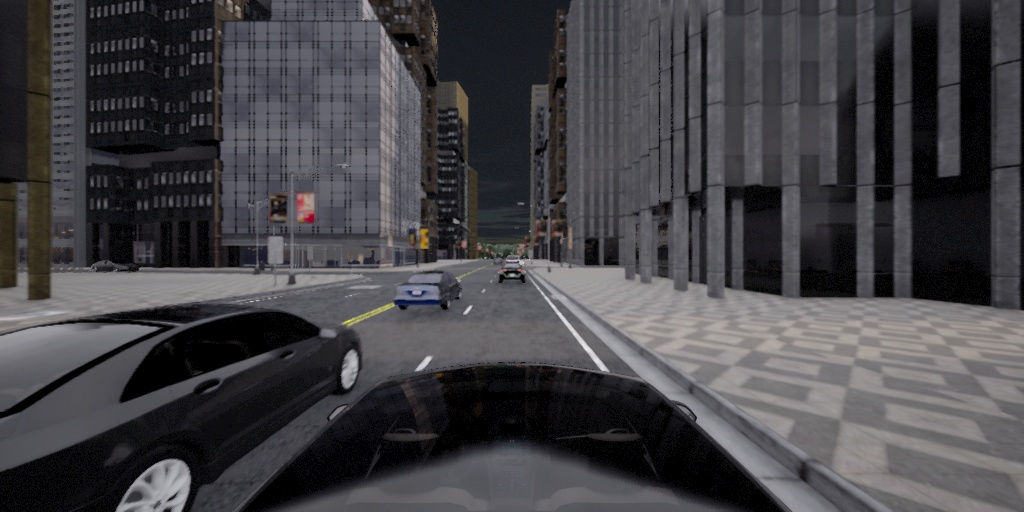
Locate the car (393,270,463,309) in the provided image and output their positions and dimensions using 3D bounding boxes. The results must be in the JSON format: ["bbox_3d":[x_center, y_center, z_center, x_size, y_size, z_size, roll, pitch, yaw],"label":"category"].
[{"bbox_3d":[-3.249,1.294,14.754,2.033,1.411,5.357,0,0,0],"label":"car"}]

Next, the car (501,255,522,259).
[{"bbox_3d":[0.455,0.934,49.429,2.150,2.045,5.566,-1,0,9],"label":"car"}]

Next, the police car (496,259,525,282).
[{"bbox_3d":[0.011,1.239,28.905,2.038,1.542,4.974,0,0,0],"label":"police car"}]

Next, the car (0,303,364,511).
[{"bbox_3d":[-3.250,1.254,3.755,1.837,1.490,4.892,0,0,0],"label":"car"}]

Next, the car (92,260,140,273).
[{"bbox_3d":[-45.275,1.208,40.944,4.892,1.490,1.837,0,0,10],"label":"car"}]
